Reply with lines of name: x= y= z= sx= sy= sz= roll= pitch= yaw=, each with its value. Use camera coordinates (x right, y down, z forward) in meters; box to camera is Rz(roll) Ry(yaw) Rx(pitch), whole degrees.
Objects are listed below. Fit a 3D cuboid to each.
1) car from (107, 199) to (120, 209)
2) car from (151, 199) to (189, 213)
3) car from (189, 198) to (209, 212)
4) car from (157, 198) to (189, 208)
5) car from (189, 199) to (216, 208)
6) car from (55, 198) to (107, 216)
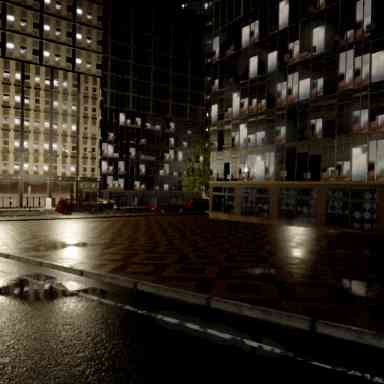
car: x=-12.250 y=1.722 z=46.535 sx=4.403 sy=1.369 sz=2.008 roll=1 pitch=1 yaw=-34
car: x=-3.131 y=1.967 z=43.216 sx=4.507 sy=1.381 sz=1.887 roll=1 pitch=1 yaw=-34
car: x=1.559 y=1.782 z=46.404 sx=5.009 sy=1.841 sz=2.192 roll=1 pitch=1 yaw=-34
car: x=-3.021 y=1.786 z=52.823 sx=4.829 sy=1.417 sz=1.752 roll=1 pitch=1 yaw=-34
car: x=1.804 y=1.873 z=56.112 sx=4.313 sy=1.339 sz=1.947 roll=1 pitch=1 yaw=-34
car: x=-12.494 y=1.646 z=36.828 sx=5.009 sy=1.841 sz=2.192 roll=1 pitch=1 yaw=-34
